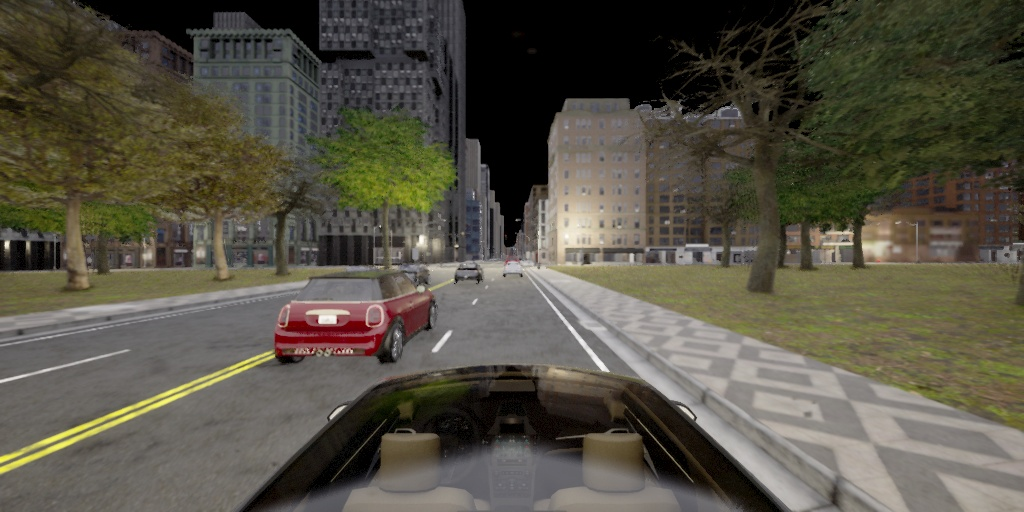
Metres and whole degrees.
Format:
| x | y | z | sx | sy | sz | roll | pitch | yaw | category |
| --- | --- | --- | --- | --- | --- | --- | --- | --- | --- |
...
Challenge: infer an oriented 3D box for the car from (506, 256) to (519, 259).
| x | y | z | sx | sy | sz | roll | pitch | yaw | category |
| --- | --- | --- | --- | --- | --- | --- | --- | --- | --- |
| 0.077 | 1.002 | 51.907 | 2.150 | 2.045 | 5.566 | 0 | -1 | 1 | car |

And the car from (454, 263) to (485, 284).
| x | y | z | sx | sy | sz | roll | pitch | yaw | category |
| --- | --- | --- | --- | --- | --- | --- | --- | --- | --- |
| -3.151 | 1.245 | 26.989 | 2.128 | 1.511 | 4.902 | 0 | 0 | 0 | car |

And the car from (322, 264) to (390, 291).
| x | y | z | sx | sy | sz | roll | pitch | yaw | category |
| --- | --- | --- | --- | --- | --- | --- | --- | --- | --- |
| -9.760 | 1.299 | 23.026 | 2.033 | 1.411 | 5.357 | 0 | 0 | 1 | car |

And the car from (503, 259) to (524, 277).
| x | y | z | sx | sy | sz | roll | pitch | yaw | category |
| --- | --- | --- | --- | --- | --- | --- | --- | --- | --- |
| 0.099 | 1.287 | 35.658 | 1.812 | 1.442 | 4.674 | 0 | 0 | 0 | car |

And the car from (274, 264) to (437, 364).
| x | y | z | sx | sy | sz | roll | pitch | yaw | category |
| --- | --- | --- | --- | --- | --- | --- | --- | --- | --- |
| -3.150 | 1.101 | 8.250 | 2.097 | 1.767 | 4.553 | 0 | 0 | 0 | car |

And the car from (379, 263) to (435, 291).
| x | y | z | sx | sy | sz | roll | pitch | yaw | category |
| --- | --- | --- | --- | --- | --- | --- | --- | --- | --- |
| -6.514 | 1.244 | 22.973 | 2.128 | 1.511 | 4.902 | 0 | 0 | 0 | car |
